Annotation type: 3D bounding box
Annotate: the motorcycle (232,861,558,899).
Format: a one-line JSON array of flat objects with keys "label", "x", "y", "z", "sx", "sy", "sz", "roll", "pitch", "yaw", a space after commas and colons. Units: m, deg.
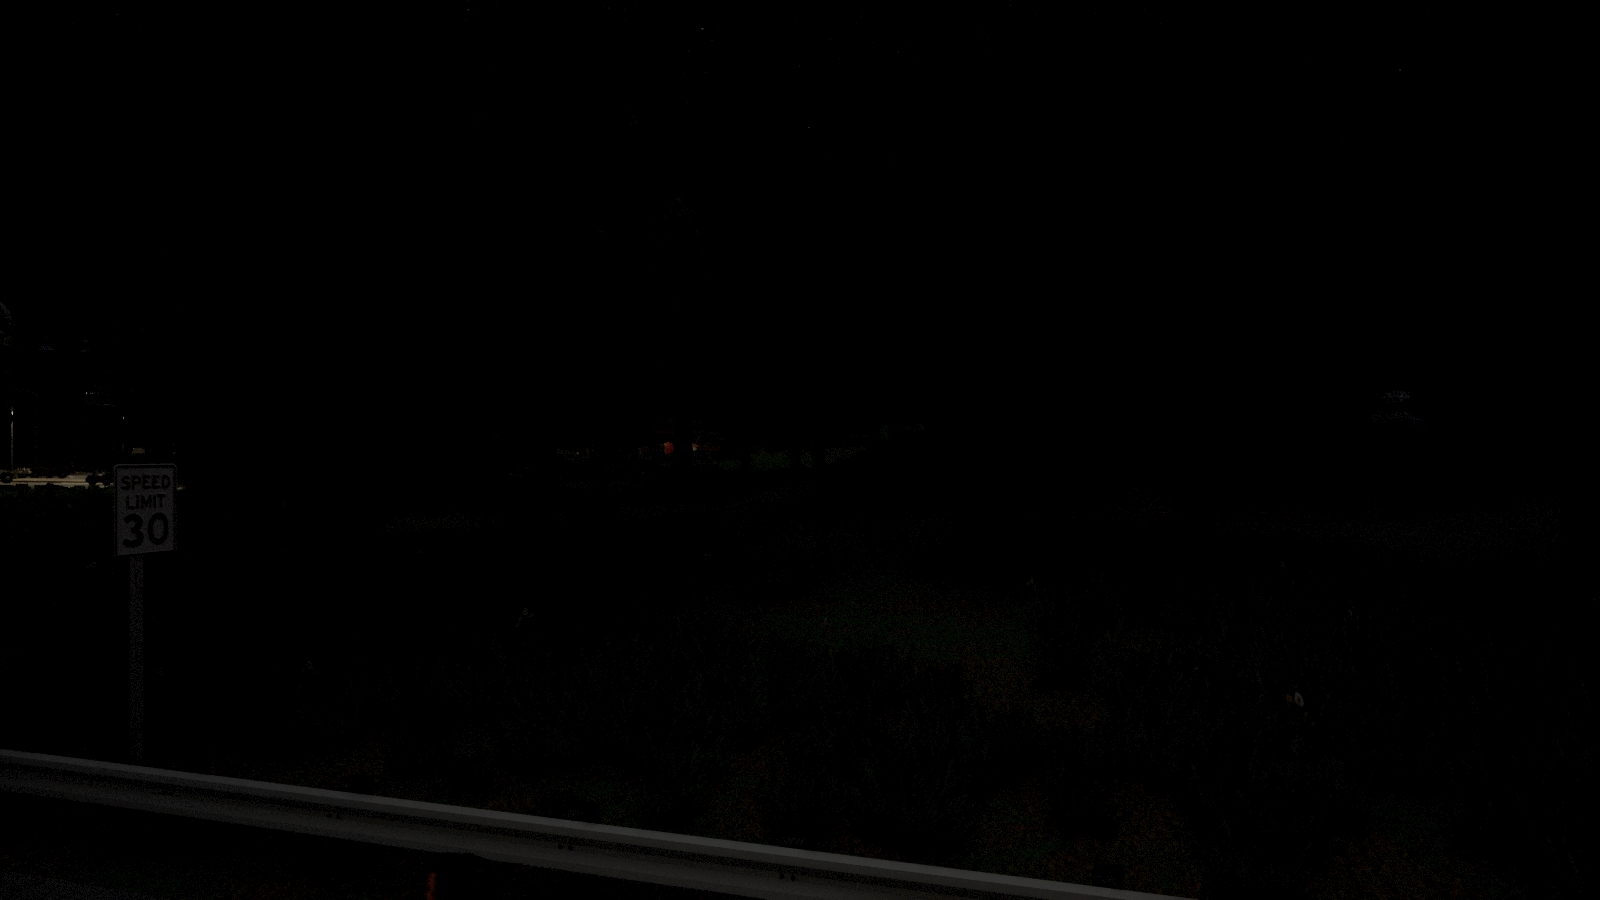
[{"label": "motorcycle", "x": -1.015, "y": 2.159, "z": 3.598, "sx": 2.033, "sy": 1.199, "sz": 0.803, "roll": 0, "pitch": 0, "yaw": 21}]
